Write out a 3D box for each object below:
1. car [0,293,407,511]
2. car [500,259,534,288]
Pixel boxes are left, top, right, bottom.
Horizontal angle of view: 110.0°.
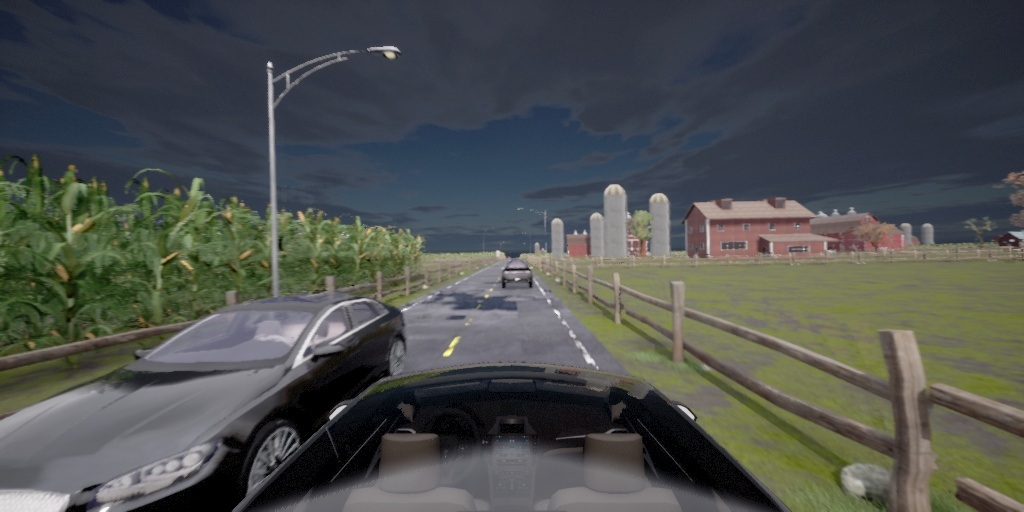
[{"bbox_3d":[-2.734,1.276,4.297,2.128,1.511,4.902,-1,0,1],"label":"car"},{"bbox_3d":[0.320,1.075,22.346,2.128,1.511,4.902,-1,1,1],"label":"car"}]
